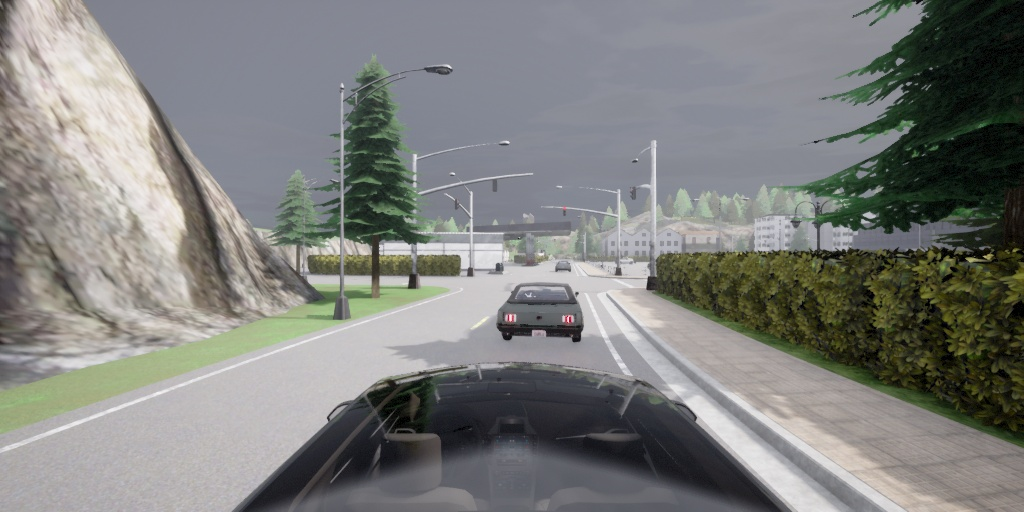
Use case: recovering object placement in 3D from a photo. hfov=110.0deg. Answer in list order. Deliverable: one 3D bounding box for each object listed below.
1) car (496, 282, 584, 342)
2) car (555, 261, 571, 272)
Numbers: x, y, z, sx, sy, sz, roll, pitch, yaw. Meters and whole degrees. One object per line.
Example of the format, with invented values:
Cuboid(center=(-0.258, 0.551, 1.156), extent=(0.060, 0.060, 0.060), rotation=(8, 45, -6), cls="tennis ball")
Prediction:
Cuboid(center=(0.881, 1.351, 9.770), extent=(1.895, 1.301, 4.718), rotation=(0, 0, 8), cls="car")
Cuboid(center=(6.541, 1.314, 45.752), extent=(1.994, 1.385, 4.181), rotation=(0, 0, 9), cls="car")
